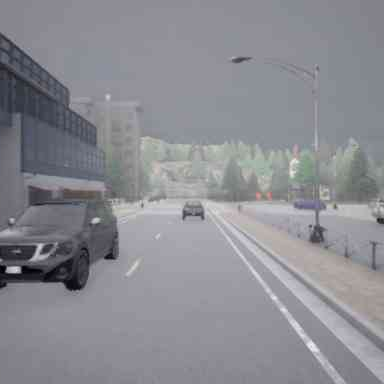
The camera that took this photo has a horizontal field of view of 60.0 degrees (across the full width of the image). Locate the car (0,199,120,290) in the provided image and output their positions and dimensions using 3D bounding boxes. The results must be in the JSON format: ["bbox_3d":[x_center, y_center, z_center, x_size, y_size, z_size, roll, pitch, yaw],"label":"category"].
[{"bbox_3d":[-3.588,1.233,9.475,2.150,2.045,5.566,0,0,0],"label":"car"}]

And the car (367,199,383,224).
[{"bbox_3d":[13.764,1.142,20.614,4.605,1.855,1.932,0,0,0],"label":"car"}]

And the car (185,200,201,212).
[{"bbox_3d":[0.121,1.647,40.071,1.895,1.301,4.718,0,0,0],"label":"car"}]

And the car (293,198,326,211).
[{"bbox_3d":[13.912,1.440,39.197,3.633,1.501,1.845,0,0,0],"label":"car"}]

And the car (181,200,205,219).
[{"bbox_3d":[0.120,1.526,28.909,2.128,1.511,4.902,0,0,0],"label":"car"}]

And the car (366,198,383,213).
[{"bbox_3d":[21.331,1.450,36.213,3.806,1.475,1.970,0,0,0],"label":"car"}]
